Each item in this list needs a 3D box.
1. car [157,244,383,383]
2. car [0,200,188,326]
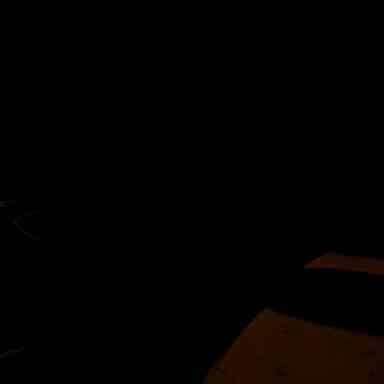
[{"bbox_3d":[2.022,1.479,4.090,1.946,1.575,5.366,0,0,36],"label":"car"},{"bbox_3d":[-2.363,1.243,7.482,2.435,2.045,5.566,0,0,36],"label":"car"}]
